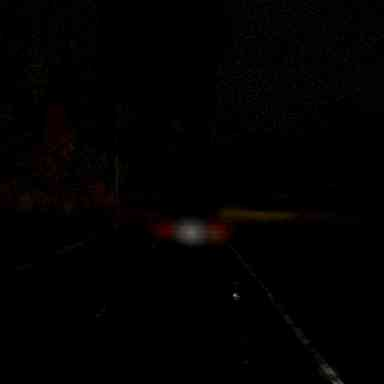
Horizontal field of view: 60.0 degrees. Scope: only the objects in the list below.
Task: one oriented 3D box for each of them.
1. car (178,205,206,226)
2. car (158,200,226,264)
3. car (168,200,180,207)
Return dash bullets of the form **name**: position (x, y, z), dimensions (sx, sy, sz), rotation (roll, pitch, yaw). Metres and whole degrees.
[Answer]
- **car**: position (0.007, 1.837, 27.504), dimensions (2.033, 1.411, 5.357), rotation (0, -1, 0)
- **car**: position (0.009, 1.357, 12.564), dimensions (2.150, 2.045, 5.566), rotation (0, 0, 0)
- **car**: position (-3.521, 2.250, 65.695), dimensions (1.994, 1.385, 4.181), rotation (0, -1, 0)
